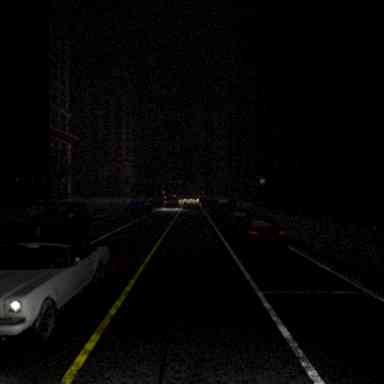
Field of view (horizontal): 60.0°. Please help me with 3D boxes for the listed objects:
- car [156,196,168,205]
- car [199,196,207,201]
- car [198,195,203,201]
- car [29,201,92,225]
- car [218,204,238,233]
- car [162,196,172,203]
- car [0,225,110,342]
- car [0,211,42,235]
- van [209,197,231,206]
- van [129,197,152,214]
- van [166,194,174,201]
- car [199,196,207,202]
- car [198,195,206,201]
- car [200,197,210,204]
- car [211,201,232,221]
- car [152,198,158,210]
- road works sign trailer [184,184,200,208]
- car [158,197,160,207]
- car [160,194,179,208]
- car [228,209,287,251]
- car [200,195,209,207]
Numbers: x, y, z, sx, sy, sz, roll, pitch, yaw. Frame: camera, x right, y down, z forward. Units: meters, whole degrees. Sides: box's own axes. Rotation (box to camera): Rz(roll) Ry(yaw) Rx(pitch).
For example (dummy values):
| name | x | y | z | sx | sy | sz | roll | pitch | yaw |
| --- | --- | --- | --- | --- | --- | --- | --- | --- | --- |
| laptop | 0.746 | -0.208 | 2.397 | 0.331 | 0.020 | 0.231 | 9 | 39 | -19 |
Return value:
| name | x | y | z | sx | sy | sz | roll | pitch | yaw |
| --- | --- | --- | --- | --- | --- | --- | --- | --- | --- |
| car | -5.761 | 1.578 | 64.756 | 1.967 | 1.590 | 4.097 | 0 | 0 | 0 |
| car | 2.766 | 1.724 | 87.320 | 2.008 | 1.369 | 4.403 | 0 | 0 | 0 |
| car | 2.764 | 1.689 | 64.757 | 2.008 | 1.369 | 4.403 | 0 | 0 | 0 |
| car | -5.766 | 1.347 | 13.989 | 2.192 | 1.841 | 5.009 | 0 | 0 | 0 |
| car | 2.761 | 1.626 | 19.632 | 1.802 | 1.307 | 4.206 | 0 | 0 | 0 |
| car | -5.760 | 1.723 | 76.038 | 1.947 | 1.339 | 4.313 | 0 | 0 | 0 |
| car | -3.100 | 1.616 | 6.619 | 1.895 | 1.301 | 4.718 | 0 | 0 | 0 |
| car | -5.766 | 1.459 | 8.347 | 1.967 | 1.590 | 4.097 | 0 | 0 | 0 |
| van | 2.761 | 1.410 | 30.914 | 1.690 | 1.788 | 3.998 | 0 | 0 | 0 |
| van | -5.764 | 1.422 | 36.552 | 1.690 | 1.788 | 3.998 | 0 | 0 | 0 |
| van | -5.760 | 1.514 | 87.320 | 1.690 | 1.788 | 3.998 | 0 | 0 | 0 |
| car | 2.766 | 1.691 | 81.849 | 1.752 | 1.417 | 4.829 | 0 | 0 | 0 |
| car | 2.767 | 1.620 | 92.962 | 1.967 | 1.590 | 4.097 | 0 | 0 | 0 |
| car | 2.765 | 1.714 | 70.398 | 1.947 | 1.339 | 4.313 | 0 | 0 | 0 |
| car | 2.761 | 1.622 | 25.273 | 1.947 | 1.339 | 4.313 | 0 | 0 | 0 |
| car | -5.763 | 1.637 | 42.192 | 1.887 | 1.381 | 4.507 | 0 | 0 | 0 |
| road works sign trailer | 0.003 | 0.574 | 50.214 | 2.380 | 3.560 | 2.880 | 0 | 0 | 0 |
| car | -5.762 | 1.682 | 53.474 | 1.947 | 1.339 | 4.313 | 0 | 0 | 0 |
| car | -3.078 | 1.459 | 49.011 | 2.097 | 1.767 | 4.553 | 0 | 0 | 0 |
| car | 2.760 | 1.614 | 13.991 | 1.802 | 1.307 | 4.206 | 0 | 0 | 0 |
| car | 2.763 | 1.661 | 53.476 | 1.887 | 1.381 | 4.507 | 0 | 0 | 0 |
